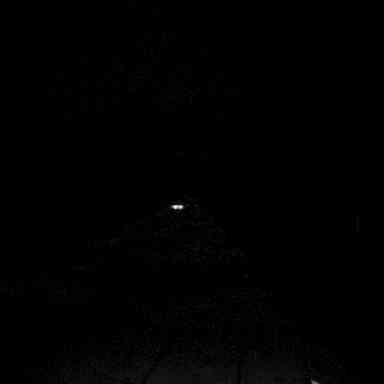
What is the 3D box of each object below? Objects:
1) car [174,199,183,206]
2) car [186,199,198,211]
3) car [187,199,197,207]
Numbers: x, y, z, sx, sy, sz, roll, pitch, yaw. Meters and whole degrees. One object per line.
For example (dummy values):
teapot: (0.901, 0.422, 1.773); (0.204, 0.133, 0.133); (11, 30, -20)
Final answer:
car: (-3.042, 2.319, 73.138); (2.128, 1.511, 4.902); (0, -1, 0)
car: (0.068, 2.075, 50.361); (2.033, 1.411, 5.357); (0, -1, 1)
car: (-0.038, 2.202, 67.268); (1.882, 1.535, 5.008); (0, -1, 0)
